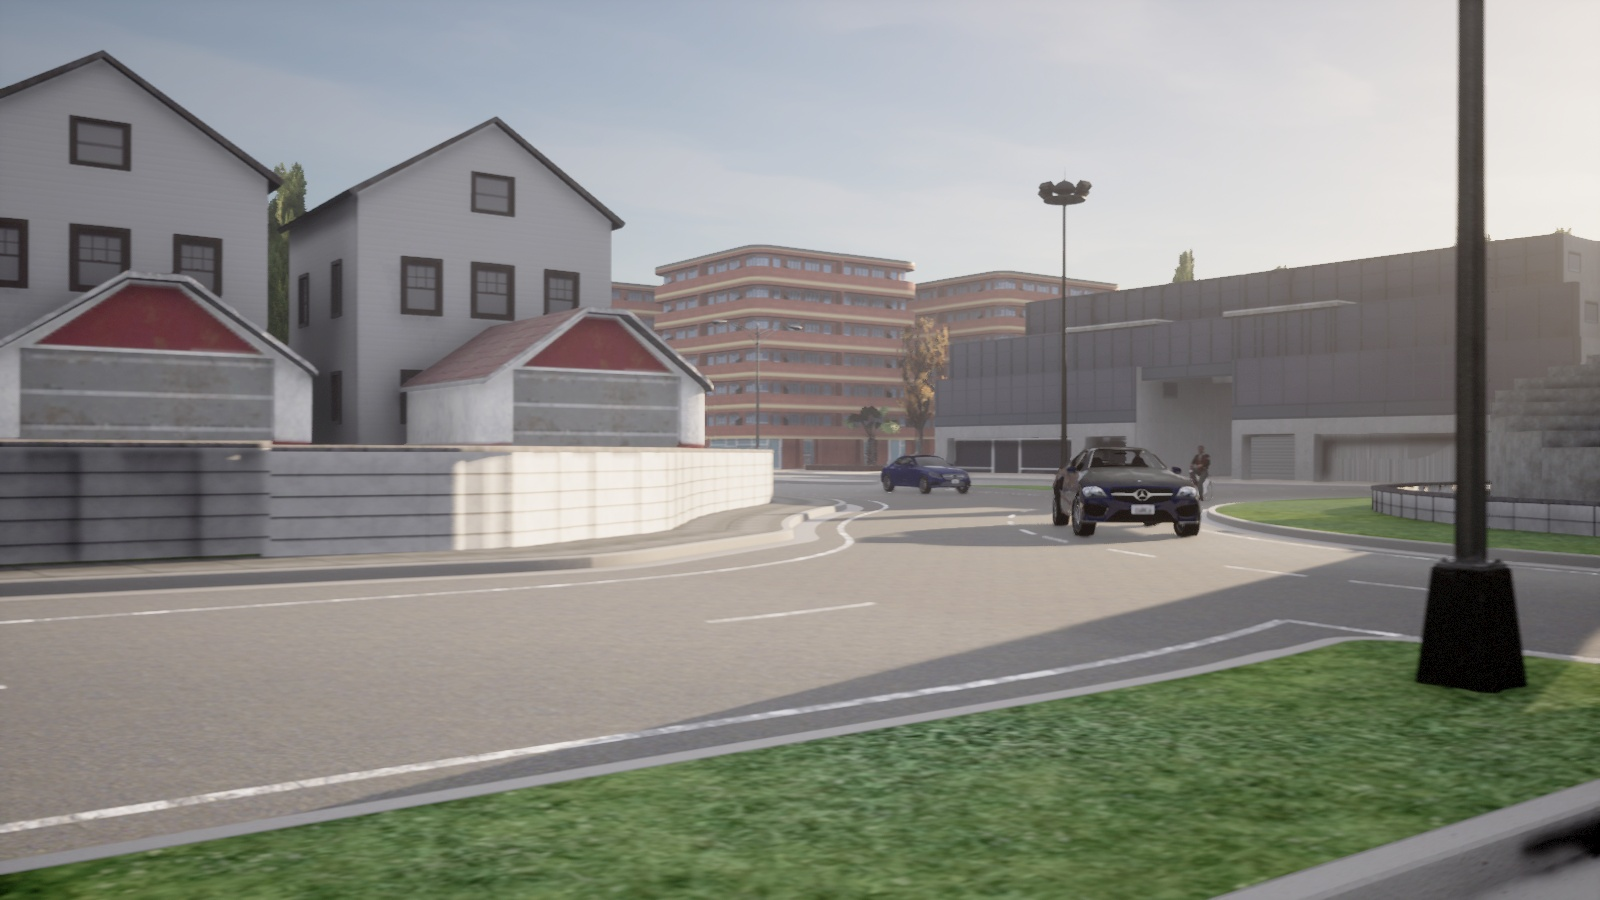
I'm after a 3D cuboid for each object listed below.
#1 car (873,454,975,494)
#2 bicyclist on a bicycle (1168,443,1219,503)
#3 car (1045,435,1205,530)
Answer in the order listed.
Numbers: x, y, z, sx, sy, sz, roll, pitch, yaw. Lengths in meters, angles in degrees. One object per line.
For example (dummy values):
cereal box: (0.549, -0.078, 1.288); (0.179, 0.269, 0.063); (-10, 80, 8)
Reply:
car: (4.656, 0.877, 47.914); (1.812, 1.442, 4.674); (0, 0, -24)
bicyclist on a bicycle: (12.038, 0.683, 38.384); (1.843, 1.776, 0.659); (0, 0, -43)
car: (6.114, 0.569, 24.244); (2.152, 1.651, 5.027); (0, 0, 5)
